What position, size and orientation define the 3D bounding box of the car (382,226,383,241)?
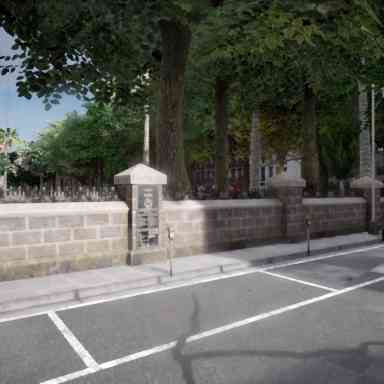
[{"bbox_3d":[9.737,1.310,13.485,5.009,1.841,2.192,0,0,-36],"label":"car"}]
